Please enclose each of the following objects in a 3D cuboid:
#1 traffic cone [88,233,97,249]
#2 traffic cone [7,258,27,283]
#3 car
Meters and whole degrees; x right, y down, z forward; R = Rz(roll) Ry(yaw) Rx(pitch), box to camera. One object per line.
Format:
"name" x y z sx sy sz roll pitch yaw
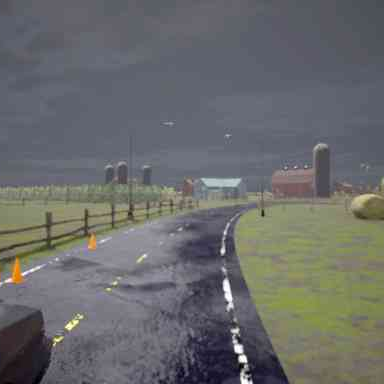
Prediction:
"traffic cone" -4.007 1.958 13.411 0.340 0.580 0.340 0 0 5
"traffic cone" -4.388 1.953 8.341 0.340 0.580 0.340 0 0 3
"car" -2.416 1.544 1.269 2.033 1.411 5.357 0 0 1
